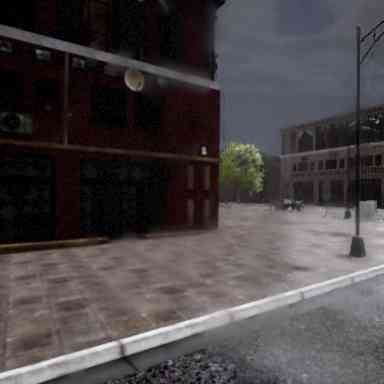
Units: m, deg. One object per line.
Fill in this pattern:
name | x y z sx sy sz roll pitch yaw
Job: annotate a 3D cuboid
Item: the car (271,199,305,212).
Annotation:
car | 10.814 1.515 37.829 2.008 1.369 4.403 1 0 -28
